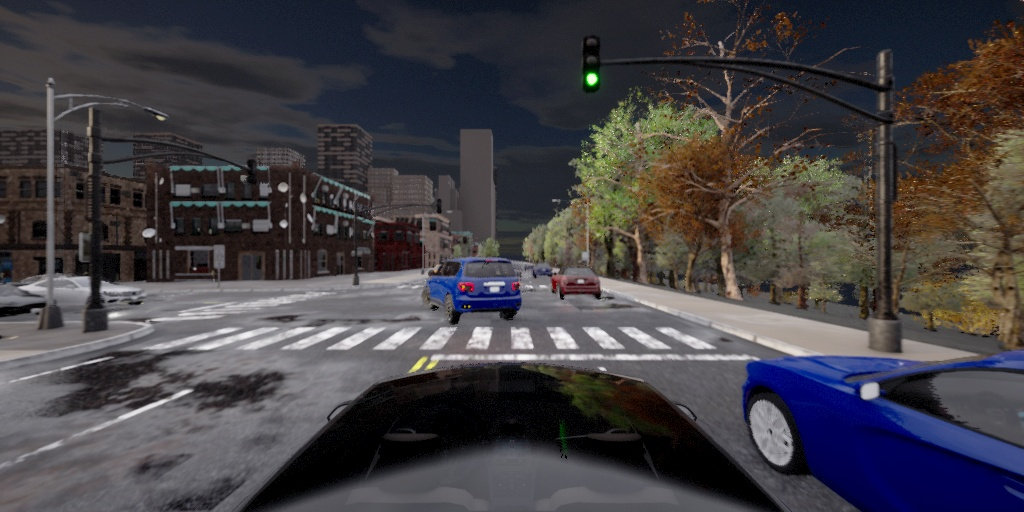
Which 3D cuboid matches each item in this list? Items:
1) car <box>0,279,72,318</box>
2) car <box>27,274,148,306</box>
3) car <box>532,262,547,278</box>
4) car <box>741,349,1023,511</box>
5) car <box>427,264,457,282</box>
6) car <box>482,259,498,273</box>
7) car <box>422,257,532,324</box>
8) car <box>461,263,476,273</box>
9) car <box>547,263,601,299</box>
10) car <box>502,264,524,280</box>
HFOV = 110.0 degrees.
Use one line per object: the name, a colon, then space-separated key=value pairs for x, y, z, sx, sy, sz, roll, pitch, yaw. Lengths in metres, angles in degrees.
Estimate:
car: x=-19.951 y=1.686 z=13.438 sx=4.313 sy=1.339 sz=1.948 roll=0 pitch=0 yaw=0
car: x=-19.373 y=1.640 z=16.157 sx=4.674 sy=1.442 sz=1.812 roll=-1 pitch=0 yaw=-1
car: x=3.340 y=1.486 z=39.961 sx=2.097 sy=1.767 sz=4.553 roll=0 pitch=-1 yaw=0
car: x=3.352 y=1.229 z=1.773 sx=1.882 sy=1.535 sz=5.008 roll=0 pitch=-1 yaw=0
car: x=-6.596 y=1.557 z=34.499 sx=1.882 sy=1.535 sz=5.008 roll=0 pitch=-1 yaw=0
car: x=-3.267 y=1.508 z=55.351 sx=2.150 sy=2.045 sz=5.566 roll=0 pitch=-1 yaw=0
car: x=-1.617 y=1.085 z=12.860 sx=2.150 sy=2.045 sz=5.566 roll=1 pitch=-1 yaw=-24
car: x=-6.515 y=1.799 z=54.006 sx=1.812 sy=1.442 sz=4.674 roll=0 pitch=-1 yaw=0
car: x=3.344 y=1.282 z=19.527 sx=2.097 sy=1.767 sz=4.553 roll=0 pitch=-1 yaw=0
car: x=0.089 y=1.590 z=36.439 sx=2.128 sy=1.511 sz=4.902 roll=0 pitch=-1 yaw=0
